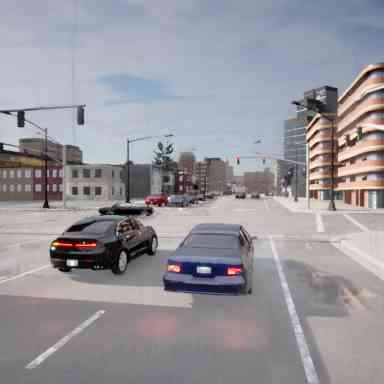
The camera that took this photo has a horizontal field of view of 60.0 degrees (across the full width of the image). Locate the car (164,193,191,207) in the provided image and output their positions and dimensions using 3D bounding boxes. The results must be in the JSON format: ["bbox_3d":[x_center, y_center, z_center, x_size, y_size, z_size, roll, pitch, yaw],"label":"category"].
[{"bbox_3d":[-1.944,1.223,47.389,2.097,1.767,4.553,0,1,11],"label":"car"}]

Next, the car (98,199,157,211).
[{"bbox_3d":[-5.686,1.569,29.069,4.718,1.301,1.895,0,0,-10],"label":"car"}]

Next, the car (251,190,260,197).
[{"bbox_3d":[16.351,0.464,85.546,2.097,1.767,4.553,0,1,11],"label":"car"}]

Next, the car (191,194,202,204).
[{"bbox_3d":[-0.184,1.235,56.299,2.128,1.511,4.902,0,1,11],"label":"car"}]

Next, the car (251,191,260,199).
[{"bbox_3d":[14.347,0.881,75.342,2.128,1.511,4.902,0,1,11],"label":"car"}]

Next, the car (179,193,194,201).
[{"bbox_3d":[-1.127,1.073,69.196,2.033,1.411,5.357,0,1,11],"label":"car"}]

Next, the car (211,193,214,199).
[{"bbox_3d":[3.813,0.862,76.189,1.882,1.535,5.008,0,1,11],"label":"car"}]

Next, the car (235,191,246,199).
[{"bbox_3d":[11.099,0.902,76.969,1.994,1.385,4.181,0,1,11],"label":"car"}]

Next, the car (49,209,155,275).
[{"bbox_3d":[-2.509,1.505,10.604,1.837,1.490,4.892,0,0,11],"label":"car"}]

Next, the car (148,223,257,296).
[{"bbox_3d":[0.708,1.547,8.860,2.033,1.411,5.357,0,0,11],"label":"car"}]

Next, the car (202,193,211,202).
[{"bbox_3d":[1.770,1.119,65.949,2.033,1.411,5.357,0,1,12],"label":"car"}]

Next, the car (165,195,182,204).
[{"bbox_3d":[-3.249,1.238,58.822,1.812,1.442,4.674,0,1,12],"label":"car"}]

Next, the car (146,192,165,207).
[{"bbox_3d":[-5.152,1.080,49.265,2.150,2.045,5.566,0,1,11],"label":"car"}]

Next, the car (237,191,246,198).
[{"bbox_3d":[12.995,0.552,86.621,2.097,1.767,4.553,0,1,11],"label":"car"}]
